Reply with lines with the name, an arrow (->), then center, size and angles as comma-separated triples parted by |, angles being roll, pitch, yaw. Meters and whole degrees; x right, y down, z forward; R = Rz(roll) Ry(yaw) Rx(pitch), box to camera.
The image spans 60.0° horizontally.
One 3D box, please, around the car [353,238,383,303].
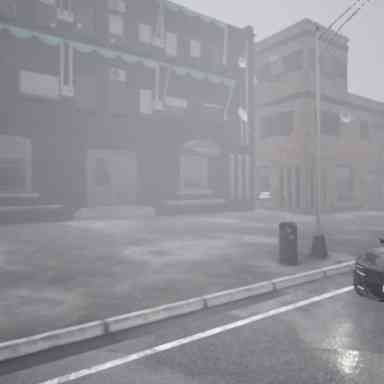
car -> 5.517, 1.455, 7.314 | 5.008, 1.535, 1.882 | 0, 0, -35
